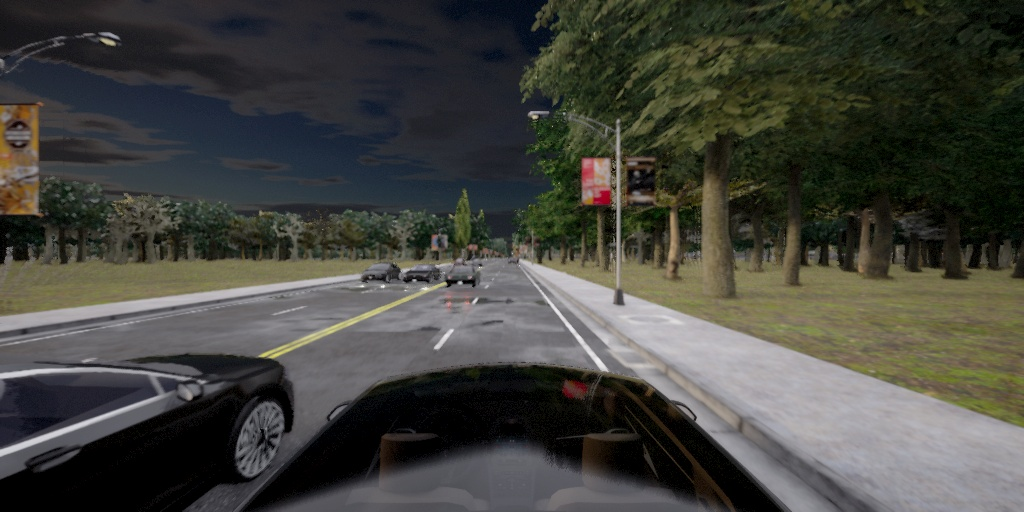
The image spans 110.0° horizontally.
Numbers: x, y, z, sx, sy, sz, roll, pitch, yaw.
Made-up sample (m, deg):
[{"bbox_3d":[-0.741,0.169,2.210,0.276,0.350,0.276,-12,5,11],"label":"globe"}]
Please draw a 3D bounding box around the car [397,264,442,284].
[{"bbox_3d":[-6.600,1.287,26.915,2.033,1.411,5.357,0,0,0],"label":"car"}]

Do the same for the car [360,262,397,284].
[{"bbox_3d":[-9.848,1.244,27.368,1.837,1.490,4.892,0,0,0],"label":"car"}]

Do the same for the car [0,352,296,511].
[{"bbox_3d":[-3.150,1.241,1.747,2.128,1.511,4.902,0,0,0],"label":"car"}]

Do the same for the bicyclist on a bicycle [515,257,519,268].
[{"bbox_3d":[0.891,1.114,57.577,0.659,1.776,1.843,0,0,0],"label":"bicyclist on a bicycle"}]

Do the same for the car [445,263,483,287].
[{"bbox_3d":[-3.151,1.341,23.996,1.895,1.301,4.718,0,0,0],"label":"car"}]
